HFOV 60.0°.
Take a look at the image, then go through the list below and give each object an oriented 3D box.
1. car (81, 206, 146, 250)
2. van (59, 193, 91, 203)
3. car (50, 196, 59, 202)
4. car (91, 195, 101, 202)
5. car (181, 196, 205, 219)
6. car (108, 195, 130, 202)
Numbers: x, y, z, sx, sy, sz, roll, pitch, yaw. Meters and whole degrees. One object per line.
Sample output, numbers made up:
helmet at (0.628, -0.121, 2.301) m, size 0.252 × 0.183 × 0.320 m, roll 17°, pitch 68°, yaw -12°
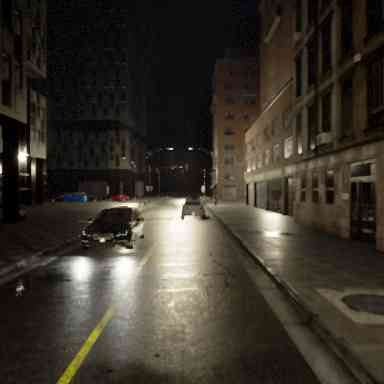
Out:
car at (-3.098, 1.409, 13.915) m, size 1.837 × 1.490 × 4.892 m, roll 0°, pitch 0°, yaw 0°
van at (-20.118, 1.026, 57.259) m, size 3.998 × 1.788 × 1.690 m, roll 0°, pitch 0°, yaw 0°
car at (-25.765, 1.290, 65.791) m, size 4.403 × 1.369 × 2.008 m, roll 0°, pitch 0°, yaw 0°
car at (-20.116, 1.265, 65.785) m, size 4.313 × 1.339 × 1.947 m, roll 0°, pitch 0°, yaw 0°
car at (0.096, 1.342, 26.821) m, size 1.812 × 1.442 × 4.674 m, roll 0°, pitch 1°, yaw 0°
car at (-14.468, 1.242, 65.779) m, size 4.206 × 1.307 × 1.802 m, roll 0°, pitch 0°, yaw 0°
